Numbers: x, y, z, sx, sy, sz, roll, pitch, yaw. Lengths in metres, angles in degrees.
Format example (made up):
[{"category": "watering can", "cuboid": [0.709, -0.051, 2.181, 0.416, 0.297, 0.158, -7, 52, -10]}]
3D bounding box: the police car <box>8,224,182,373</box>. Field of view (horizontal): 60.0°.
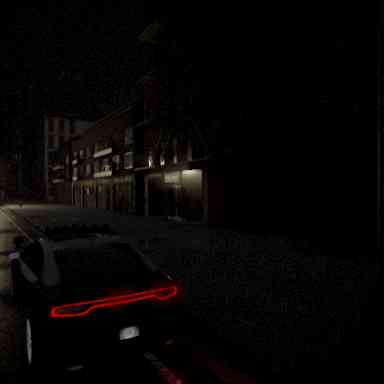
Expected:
[{"category": "police car", "cuboid": [-2.106, 1.418, 6.027, 1.930, 1.638, 5.238, 0, 0, -32]}]
